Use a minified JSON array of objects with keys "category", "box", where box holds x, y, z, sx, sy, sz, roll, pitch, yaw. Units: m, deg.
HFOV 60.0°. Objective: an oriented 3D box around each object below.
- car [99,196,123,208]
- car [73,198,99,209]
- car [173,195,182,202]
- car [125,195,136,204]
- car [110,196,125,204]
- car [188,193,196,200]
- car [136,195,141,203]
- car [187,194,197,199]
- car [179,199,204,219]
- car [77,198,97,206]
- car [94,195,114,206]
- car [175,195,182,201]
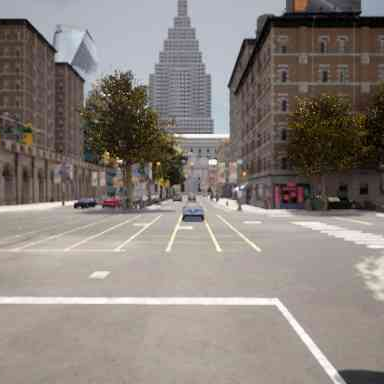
[{"category":"car","box":[-11.564,1.521,48.102,1.882,1.535,5.008,0,0,0]},{"category":"car","box":[-15.068,1.643,46.876,1.895,1.301,4.718,0,0,0]},{"category":"car","box":[-3.492,1.610,78.005,2.033,1.411,5.357,0,0,0]},{"category":"car","box":[-11.494,1.557,57.899,1.837,1.490,4.892,0,0,0]},{"category":"car","box":[-14.993,1.538,67.084,1.882,1.535,5.008,0,0,0]},{"category":"car","box":[0.009,1.266,87.160,2.097,1.767,4.553,0,0,0]},{"category":"car","box":[-11.493,1.413,67.889,2.097,1.767,4.553,0,0,0]},{"category":"car","box":[0.008,1.420,78.407,2.097,1.767,4.553,0,0,0]},{"category":"car","box":[0.103,1.573,28.958,2.033,1.411,5.357,0,0,0]},{"category":"car","box":[-18.244,1.647,57.991,1.895,1.301,4.718,0,0,0]},{"category":"car","box":[-14.994,1.403,56.985,2.097,1.767,4.553,0,0,0]},{"category":"car","box":[-3.491,1.579,87.490,1.837,1.490,4.892,0,0,0]}]
